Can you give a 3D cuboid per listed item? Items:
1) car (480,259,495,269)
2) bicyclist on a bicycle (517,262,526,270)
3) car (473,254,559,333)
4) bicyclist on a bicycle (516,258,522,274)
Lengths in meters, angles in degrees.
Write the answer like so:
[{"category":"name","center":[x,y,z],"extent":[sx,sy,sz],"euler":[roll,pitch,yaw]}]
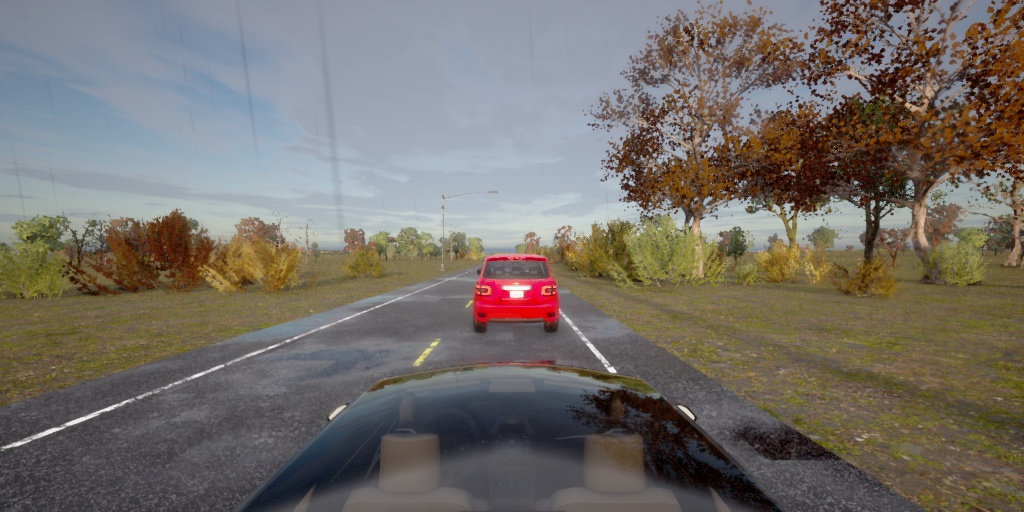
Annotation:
[{"category":"car","center":[-3.933,1.225,58.719],"extent":[2.128,1.511,4.902],"euler":[0,0,-1]},{"category":"bicyclist on a bicycle","center":[0.873,1.109,30.073],"extent":[0.659,1.776,1.843],"euler":[0,0,0]},{"category":"car","center":[0.083,0.968,10.894],"extent":[2.150,2.045,5.566],"euler":[0,0,-1]},{"category":"bicyclist on a bicycle","center":[0.802,1.106,40.086],"extent":[0.659,1.776,1.843],"euler":[0,0,0]}]
